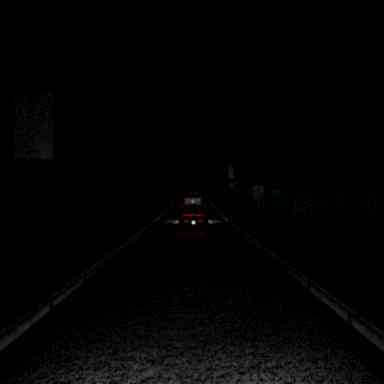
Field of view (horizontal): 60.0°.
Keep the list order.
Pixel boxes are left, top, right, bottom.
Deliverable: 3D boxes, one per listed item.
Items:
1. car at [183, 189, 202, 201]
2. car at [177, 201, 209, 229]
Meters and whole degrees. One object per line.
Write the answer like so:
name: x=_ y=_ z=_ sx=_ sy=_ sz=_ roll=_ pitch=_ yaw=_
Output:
car: x=0.081 y=0.998 z=40.327 sx=2.150 sy=2.045 sz=5.566 roll=0 pitch=2 yaw=0
car: x=0.089 y=1.575 z=22.308 sx=1.837 sy=1.490 sz=4.892 roll=0 pitch=0 yaw=0
